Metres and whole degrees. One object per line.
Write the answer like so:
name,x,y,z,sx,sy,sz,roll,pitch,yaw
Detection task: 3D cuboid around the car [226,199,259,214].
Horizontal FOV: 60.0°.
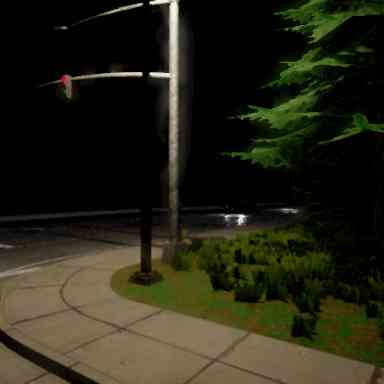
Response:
car,5.334,1.466,34.630,1.837,1.490,4.892,0,0,35
